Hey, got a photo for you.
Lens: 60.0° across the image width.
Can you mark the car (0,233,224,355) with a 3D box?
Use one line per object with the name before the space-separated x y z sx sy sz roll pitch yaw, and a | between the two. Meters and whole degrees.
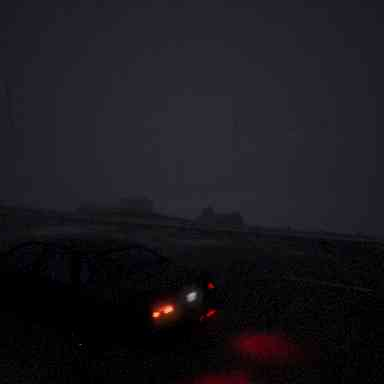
car | -2.152 1.477 5.899 5.357 1.411 2.033 1 0 31
